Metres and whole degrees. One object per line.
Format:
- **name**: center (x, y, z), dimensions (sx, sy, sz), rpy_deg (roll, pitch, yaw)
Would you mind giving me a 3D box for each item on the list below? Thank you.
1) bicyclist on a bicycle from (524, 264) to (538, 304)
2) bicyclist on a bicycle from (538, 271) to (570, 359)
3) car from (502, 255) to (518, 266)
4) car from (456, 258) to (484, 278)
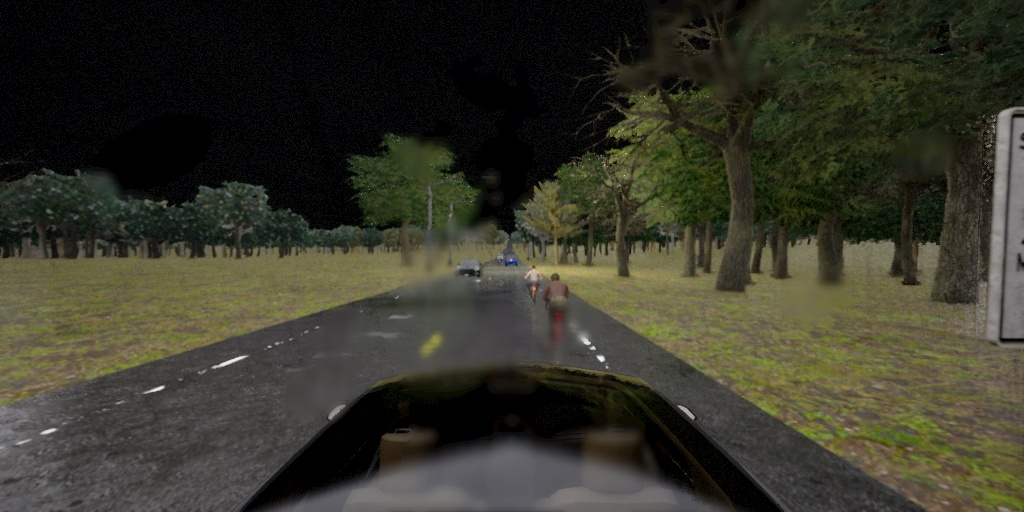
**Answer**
- **bicyclist on a bicycle**: center (0.900, 1.142, 14.881), dimensions (0.866, 1.612, 1.509), rpy_deg (0, 0, 0)
- **bicyclist on a bicycle**: center (0.941, 1.183, 7.425), dimensions (0.582, 1.620, 1.656), rpy_deg (0, 0, 0)
- **car**: center (-0.149, 0.799, 63.874), dimensions (2.150, 2.045, 5.566), rpy_deg (0, 1, 0)
- **car**: center (-3.724, 1.005, 32.141), dimensions (2.097, 1.767, 4.553), rpy_deg (0, 0, 0)
